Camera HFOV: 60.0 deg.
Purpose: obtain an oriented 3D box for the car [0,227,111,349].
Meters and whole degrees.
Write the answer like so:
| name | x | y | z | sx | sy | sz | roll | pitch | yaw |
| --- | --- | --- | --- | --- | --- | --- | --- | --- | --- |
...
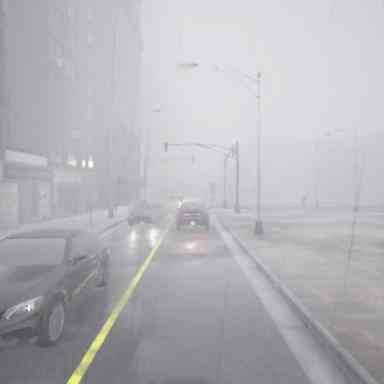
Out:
| name | x | y | z | sx | sy | sz | roll | pitch | yaw |
| --- | --- | --- | --- | --- | --- | --- | --- | --- | --- |
| car | -2.843 | 1.456 | 6.341 | 1.812 | 1.442 | 4.674 | 0 | 1 | 0 |

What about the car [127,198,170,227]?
| name | x | y | z | sx | sy | sz | roll | pitch | yaw |
| --- | --- | --- | --- | --- | --- | --- | --- | --- | --- |
| car | -2.770 | 1.321 | 21.228 | 2.033 | 1.411 | 5.357 | 0 | 1 | 0 |

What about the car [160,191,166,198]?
| name | x | y | z | sx | sy | sz | roll | pitch | yaw |
| --- | --- | --- | --- | --- | --- | --- | --- | --- | --- |
| car | -5.156 | 0.427 | 80.118 | 5.566 | 2.045 | 2.150 | 0 | 1 | 24 |

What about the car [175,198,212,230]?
| name | x | y | z | sx | sy | sz | roll | pitch | yaw |
| --- | --- | --- | --- | --- | --- | --- | --- | --- | --- |
| car | 0.060 | 1.299 | 19.196 | 1.837 | 1.490 | 4.892 | 0 | 1 | 1 |

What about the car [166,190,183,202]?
| name | x | y | z | sx | sy | sz | roll | pitch | yaw |
| --- | --- | --- | --- | --- | --- | --- | --- | --- | --- |
| car | -2.767 | 0.617 | 58.195 | 2.150 | 2.045 | 5.566 | 0 | 1 | 1 |
